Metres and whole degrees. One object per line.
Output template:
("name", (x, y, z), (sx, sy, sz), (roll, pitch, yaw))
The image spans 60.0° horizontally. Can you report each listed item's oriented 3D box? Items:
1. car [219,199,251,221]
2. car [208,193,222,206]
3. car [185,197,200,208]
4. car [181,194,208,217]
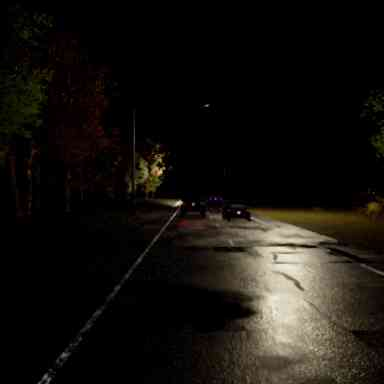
("car", (3.605, 1.577, 27.638), (1.994, 1.385, 4.181), (0, 0, 0))
("car", (3.610, 1.232, 53.695), (2.150, 2.045, 5.566), (0, 0, 0))
("car", (0.096, 1.560, 49.087), (2.033, 1.411, 5.357), (0, 0, 2))
("car", (0.105, 1.226, 31.318), (2.150, 2.045, 5.566), (0, -1, 0))
